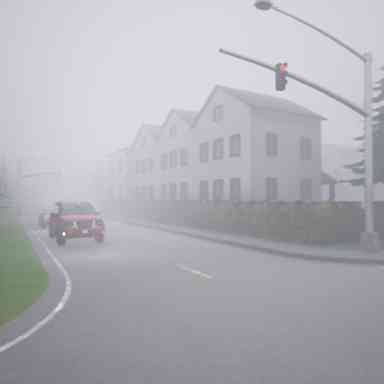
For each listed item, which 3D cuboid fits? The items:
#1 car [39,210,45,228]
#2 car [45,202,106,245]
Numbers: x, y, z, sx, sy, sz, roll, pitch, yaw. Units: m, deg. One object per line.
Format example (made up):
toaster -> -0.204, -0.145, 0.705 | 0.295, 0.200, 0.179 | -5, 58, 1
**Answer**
car -> -11.184, 2.042, 26.775 | 1.812, 1.442, 4.674 | 1, -1, -29
car -> -6.377, 1.571, 18.108 | 2.150, 2.045, 5.566 | 1, -1, -29
